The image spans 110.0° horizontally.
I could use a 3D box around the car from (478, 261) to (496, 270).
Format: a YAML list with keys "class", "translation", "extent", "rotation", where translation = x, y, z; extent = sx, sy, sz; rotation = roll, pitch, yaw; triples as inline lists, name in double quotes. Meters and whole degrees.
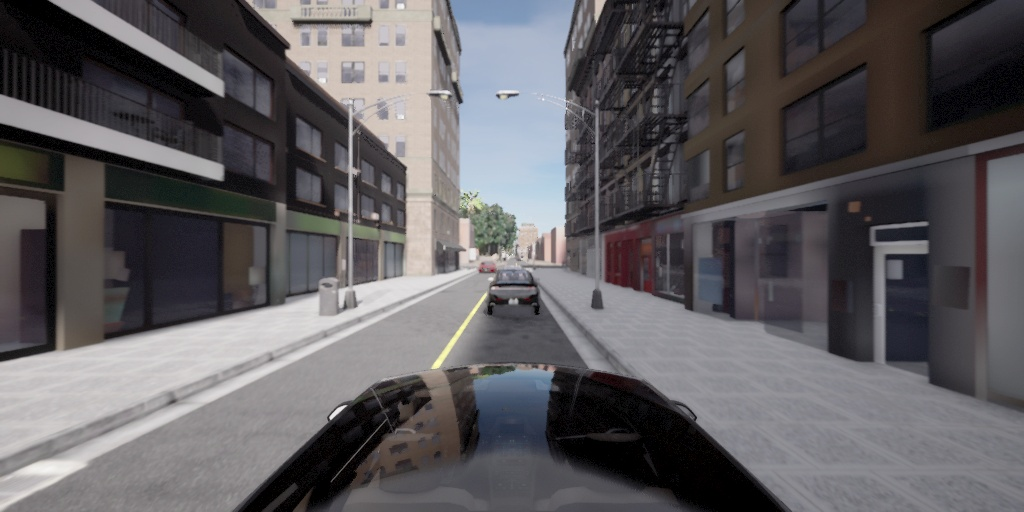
- class: "car"
  translation: [-2.851, 1.281, 41.979]
  extent: [1.882, 1.535, 5.008]
  rotation: [0, 0, 0]

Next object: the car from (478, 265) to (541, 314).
- class: "car"
  translation: [0.063, 1.253, 13.808]
  extent: [2.128, 1.511, 4.902]
  rotation: [0, 0, 0]
